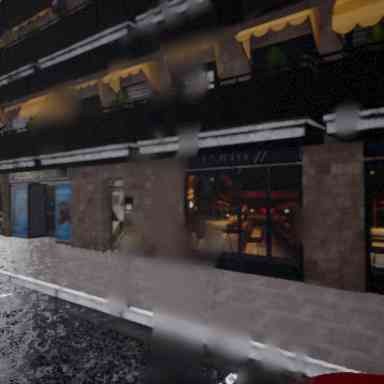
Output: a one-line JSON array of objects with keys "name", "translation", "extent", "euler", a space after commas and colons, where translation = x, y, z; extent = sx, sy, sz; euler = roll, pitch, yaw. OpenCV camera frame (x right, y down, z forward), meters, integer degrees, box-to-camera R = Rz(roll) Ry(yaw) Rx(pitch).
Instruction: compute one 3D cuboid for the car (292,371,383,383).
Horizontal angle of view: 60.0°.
[{"name": "car", "translation": [2.280, 1.580, 1.266], "extent": [4.206, 1.307, 1.802], "euler": [0, -1, 35]}]
